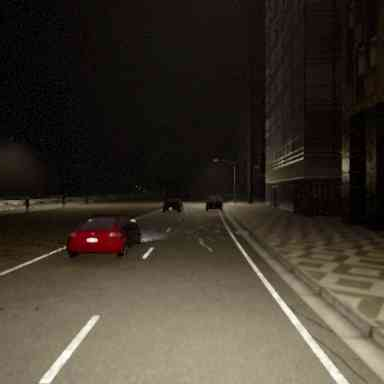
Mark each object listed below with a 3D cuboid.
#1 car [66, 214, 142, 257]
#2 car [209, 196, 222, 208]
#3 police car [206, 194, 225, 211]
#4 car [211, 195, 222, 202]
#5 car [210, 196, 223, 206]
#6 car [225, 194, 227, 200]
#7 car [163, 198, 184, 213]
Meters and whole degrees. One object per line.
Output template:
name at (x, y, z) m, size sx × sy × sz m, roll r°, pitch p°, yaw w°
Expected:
car at (-3.201, 1.537, 12.838) m, size 1.994 × 1.385 × 4.181 m, roll 0°, pitch 0°, yaw 1°
car at (3.516, 1.413, 49.218) m, size 1.801 × 1.575 × 5.366 m, roll 0°, pitch 0°, yaw 6°
police car at (2.621, 1.384, 39.304) m, size 1.930 × 1.638 × 5.238 m, roll 0°, pitch 0°, yaw 5°
car at (5.337, 1.351, 72.737) m, size 2.033 × 1.411 × 5.357 m, roll 0°, pitch 0°, yaw 9°
car at (4.121, 1.437, 54.921) m, size 1.882 × 1.535 × 5.008 m, roll 0°, pitch 0°, yaw 6°
car at (8.820, 1.328, 93.267) m, size 1.837 × 1.490 × 4.892 m, roll 0°, pitch 0°, yaw 11°
car at (-2.019, 1.461, 36.558) m, size 1.837 × 1.490 × 4.892 m, roll 0°, pitch 0°, yaw 4°
